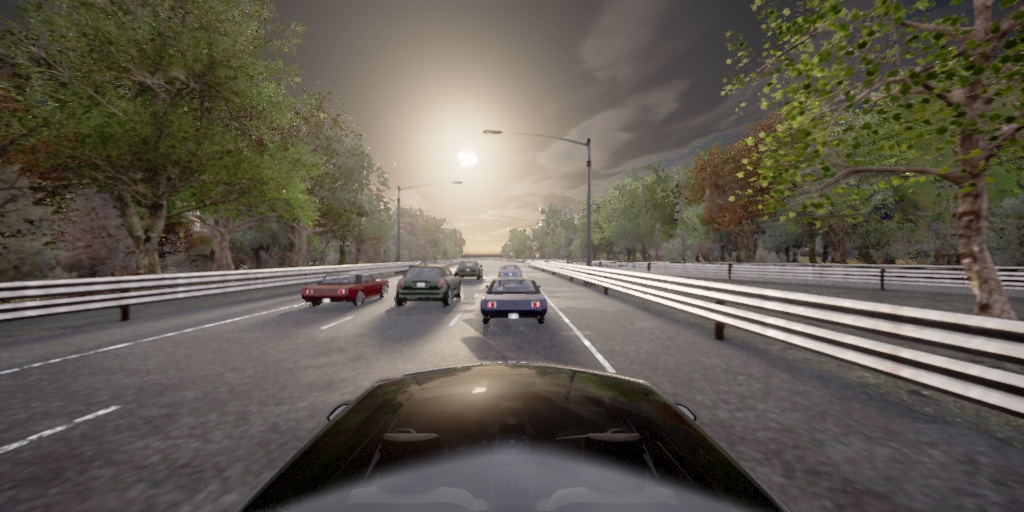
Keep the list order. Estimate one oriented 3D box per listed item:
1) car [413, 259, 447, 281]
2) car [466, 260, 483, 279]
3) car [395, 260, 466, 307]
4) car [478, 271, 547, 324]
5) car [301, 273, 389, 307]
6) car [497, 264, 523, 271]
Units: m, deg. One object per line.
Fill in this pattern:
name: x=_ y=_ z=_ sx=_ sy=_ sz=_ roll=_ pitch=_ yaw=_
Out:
car: x=-7.246 y=1.177 z=32.275 sx=2.097 sy=1.767 sz=4.553 roll=0 pitch=0 yaw=-1
car: x=-3.747 y=1.176 z=32.323 sx=2.097 sy=1.767 sz=4.553 roll=0 pitch=0 yaw=-1
car: x=-3.494 y=1.129 z=15.811 sx=2.097 sy=1.767 sz=4.553 roll=0 pitch=0 yaw=0
car: x=0.038 y=1.370 z=12.091 sx=1.895 sy=1.301 sz=4.718 roll=0 pitch=0 yaw=0
car: x=-6.986 y=1.380 z=15.684 sx=1.895 sy=1.301 sz=4.718 roll=0 pitch=0 yaw=-1
car: x=-0.154 y=1.356 z=27.794 sx=2.033 sy=1.411 sz=5.357 roll=0 pitch=0 yaw=-1
